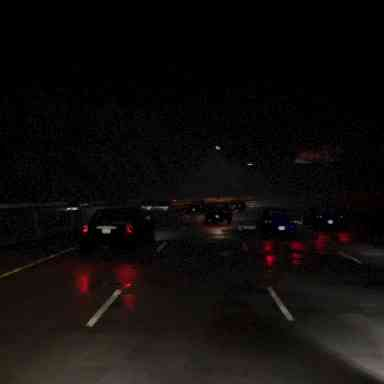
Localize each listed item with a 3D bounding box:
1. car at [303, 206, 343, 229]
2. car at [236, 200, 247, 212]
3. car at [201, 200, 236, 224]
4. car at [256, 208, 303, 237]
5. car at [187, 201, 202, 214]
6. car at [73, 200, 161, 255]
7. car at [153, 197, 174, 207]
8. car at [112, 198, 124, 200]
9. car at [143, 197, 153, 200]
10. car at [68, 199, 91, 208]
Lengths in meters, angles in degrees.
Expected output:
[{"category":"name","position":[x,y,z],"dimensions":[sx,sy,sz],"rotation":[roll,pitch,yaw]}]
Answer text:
[{"category":"car","position":[8.686,1.639,22.358],"dimensions":[1.812,1.442,4.674],"rotation":[0,0,8]},{"category":"car","position":[5.782,1.731,42.233],"dimensions":[2.033,1.411,5.357],"rotation":[0,0,16]},{"category":"car","position":[2.166,1.587,25.841],"dimensions":[1.882,1.535,5.008],"rotation":[0,0,9]},{"category":"car","position":[4.660,1.613,18.649],"dimensions":[1.812,1.442,4.674],"rotation":[0,0,6]},{"category":"car","position":[0.699,1.673,36.466],"dimensions":[1.812,1.442,4.674],"rotation":[0,0,13]},{"category":"car","position":[-2.843,1.399,13.776],"dimensions":[2.097,1.767,4.553],"rotation":[0,0,4]},{"category":"car","position":[-4.236,1.763,57.306],"dimensions":[2.033,1.411,5.357],"rotation":[0,0,19]},{"category":"car","position":[-12.429,1.708,54.993],"dimensions":[1.812,1.442,4.674],"rotation":[0,0,18]},{"category":"car","position":[-7.375,1.690,58.903],"dimensions":[1.882,1.535,5.008],"rotation":[0,0,20]},{"category":"car","position":[-17.239,1.719,51.303],"dimensions":[1.994,1.385,4.181],"rotation":[0,0,17]}]
